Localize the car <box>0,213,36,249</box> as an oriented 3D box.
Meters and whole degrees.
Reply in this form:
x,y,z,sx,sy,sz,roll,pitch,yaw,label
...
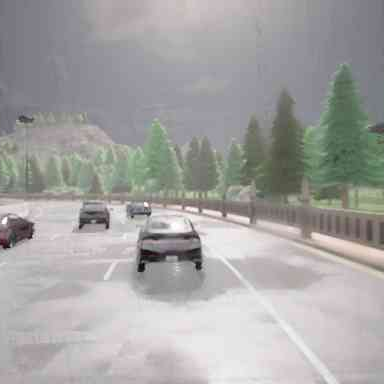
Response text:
x,y,z,sx,sy,sz,roll,pitch,yaw,label
-8.414,1.602,14.631,1.994,1.385,4.181,0,0,-9,car

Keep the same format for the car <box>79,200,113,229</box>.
x,y,z,sx,sy,sz,roll,pitch,yaw,label
-6.349,1.514,22.013,1.837,1.490,4.892,0,0,-13,car

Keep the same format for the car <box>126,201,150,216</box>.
x,y,z,sx,sy,sz,roll,pitch,yaw,label
-4.848,1.533,30.127,2.033,1.411,5.357,0,0,-17,car

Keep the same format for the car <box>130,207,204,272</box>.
x,y,z,sx,sy,sz,roll,pitch,yaw,label
-0.804,1.479,10.856,2.128,1.511,4.902,0,0,-7,car
